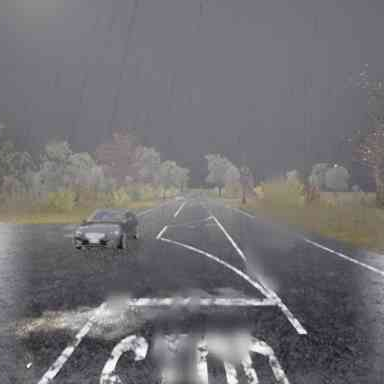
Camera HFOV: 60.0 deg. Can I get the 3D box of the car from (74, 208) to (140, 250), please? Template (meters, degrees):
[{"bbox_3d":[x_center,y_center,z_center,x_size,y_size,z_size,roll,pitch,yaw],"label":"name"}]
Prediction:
[{"bbox_3d":[-3.440,1.465,14.206,2.128,1.511,4.902,0,0,0],"label":"car"}]

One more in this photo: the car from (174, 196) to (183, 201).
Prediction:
[{"bbox_3d":[-3.191,1.469,77.142,1.895,1.301,4.718,0,0,2],"label":"car"}]
